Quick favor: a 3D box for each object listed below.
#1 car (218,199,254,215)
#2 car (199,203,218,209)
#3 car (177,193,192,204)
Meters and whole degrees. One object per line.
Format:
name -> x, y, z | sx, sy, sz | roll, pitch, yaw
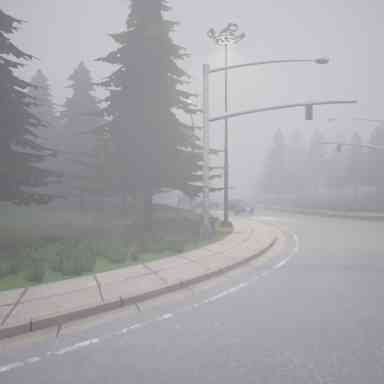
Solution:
car -> 4.735, 1.491, 34.265 | 2.128, 1.511, 4.902 | 0, 0, -15
car -> 2.092, 1.600, 43.907 | 1.895, 1.301, 4.718 | 0, 0, -16
car -> -0.830, 1.221, 54.060 | 2.150, 2.045, 5.566 | 0, 0, -17
